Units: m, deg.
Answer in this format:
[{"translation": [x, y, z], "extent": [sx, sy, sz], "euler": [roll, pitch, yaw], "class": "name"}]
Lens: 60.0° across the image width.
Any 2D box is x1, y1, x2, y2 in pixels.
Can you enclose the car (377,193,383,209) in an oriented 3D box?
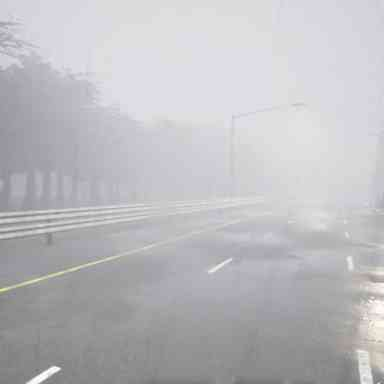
[{"translation": [24.878, 1.114, 41.994], "extent": [2.150, 2.045, 5.566], "euler": [1, 0, 24], "class": "car"}]
